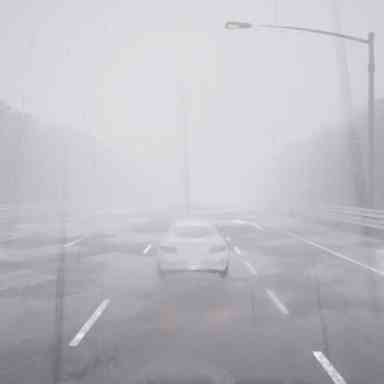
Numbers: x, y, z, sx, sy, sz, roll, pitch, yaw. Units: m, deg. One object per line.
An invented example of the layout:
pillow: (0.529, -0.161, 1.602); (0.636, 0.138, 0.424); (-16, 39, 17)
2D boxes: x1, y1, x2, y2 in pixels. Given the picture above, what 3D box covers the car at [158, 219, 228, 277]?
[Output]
car: (0.017, 1.532, 10.119); (1.812, 1.442, 4.674); (0, 0, 0)
